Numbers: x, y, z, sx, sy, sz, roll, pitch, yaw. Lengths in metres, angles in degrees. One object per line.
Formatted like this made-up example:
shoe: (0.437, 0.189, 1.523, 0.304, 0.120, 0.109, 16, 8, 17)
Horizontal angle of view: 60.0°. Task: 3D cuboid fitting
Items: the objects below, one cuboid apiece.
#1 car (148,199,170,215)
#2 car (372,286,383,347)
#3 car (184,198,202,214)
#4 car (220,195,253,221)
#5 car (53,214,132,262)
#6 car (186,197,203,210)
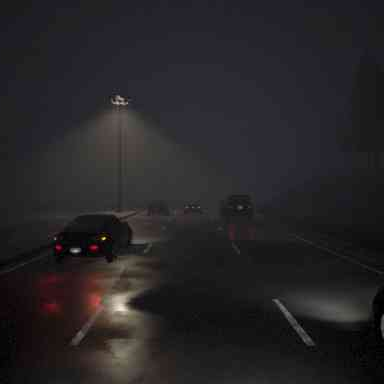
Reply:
car: (-3.396, 1.478, 34.461, 1.882, 1.535, 5.008, 0, 0, 0)
car: (3.596, 1.503, 3.025, 1.837, 1.490, 4.892, 0, -1, 0)
car: (0.107, 1.547, 34.797, 2.033, 1.411, 5.357, 0, 0, 0)
car: (3.600, 1.224, 27.401, 2.150, 2.045, 5.566, 0, 0, 0)
car: (-3.401, 1.526, 12.015, 1.812, 1.442, 4.674, 0, 0, 0)
car: (0.363, 1.492, 44.548, 2.128, 1.511, 4.902, 0, 0, 3)
